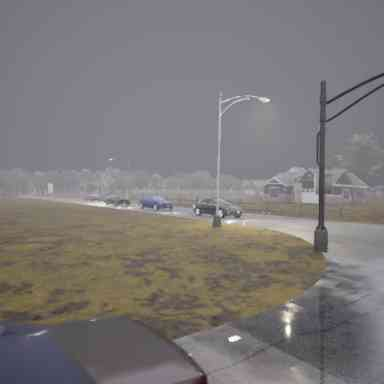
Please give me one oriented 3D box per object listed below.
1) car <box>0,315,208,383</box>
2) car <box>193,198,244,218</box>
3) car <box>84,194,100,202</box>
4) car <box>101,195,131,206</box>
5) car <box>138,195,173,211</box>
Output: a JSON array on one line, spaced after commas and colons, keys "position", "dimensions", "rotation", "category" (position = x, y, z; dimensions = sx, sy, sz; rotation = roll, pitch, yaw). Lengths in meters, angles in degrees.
[{"position": [-2.299, 1.547, 1.486], "dimensions": [5.357, 1.411, 2.033], "rotation": [0, 0, -36], "category": "car"}, {"position": [2.004, 1.227, 26.434], "dimensions": [1.837, 1.490, 4.892], "rotation": [2, 0, -35], "category": "car"}, {"position": [-18.247, 1.008, 61.105], "dimensions": [2.033, 1.411, 5.357], "rotation": [2, -1, -35], "category": "car"}, {"position": [-9.581, 1.109, 42.734], "dimensions": [1.895, 1.301, 4.718], "rotation": [2, -1, -35], "category": "car"}, {"position": [-3.791, 1.084, 34.581], "dimensions": [1.882, 1.535, 5.008], "rotation": [2, 0, -36], "category": "car"}]
